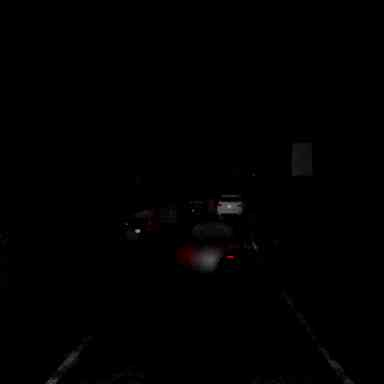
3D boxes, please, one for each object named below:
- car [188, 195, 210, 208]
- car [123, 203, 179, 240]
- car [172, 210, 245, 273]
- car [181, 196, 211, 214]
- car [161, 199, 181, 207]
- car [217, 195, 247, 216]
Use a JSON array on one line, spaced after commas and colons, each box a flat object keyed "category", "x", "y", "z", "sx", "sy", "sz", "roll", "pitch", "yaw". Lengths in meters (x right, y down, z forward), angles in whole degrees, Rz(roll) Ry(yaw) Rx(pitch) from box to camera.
[{"category": "car", "x": 1.066, "y": 1.364, "z": 49.000, "sx": 2.097, "sy": 1.767, "sz": 4.553, "roll": 0, "pitch": 0, "yaw": 16}, {"category": "car", "x": -2.089, "y": 1.533, "z": 16.983, "sx": 1.812, "sy": 1.442, "sz": 4.674, "roll": 0, "pitch": 0, "yaw": 8}, {"category": "car", "x": 0.693, "y": 1.535, "z": 10.691, "sx": 1.812, "sy": 1.442, "sz": 4.674, "roll": 0, "pitch": 0, "yaw": 6}, {"category": "car", "x": 0.649, "y": 1.501, "z": 32.352, "sx": 1.882, "sy": 1.535, "sz": 5.008, "roll": 0, "pitch": 0, "yaw": 12}, {"category": "car", "x": -2.891, "y": 1.606, "z": 47.891, "sx": 1.895, "sy": 1.301, "sz": 4.718, "roll": 0, "pitch": 0, "yaw": 16}, {"category": "car", "x": 3.563, "y": 1.251, "z": 29.383, "sx": 2.150, "sy": 2.045, "sz": 5.566, "roll": 0, "pitch": 0, "yaw": 12}]
